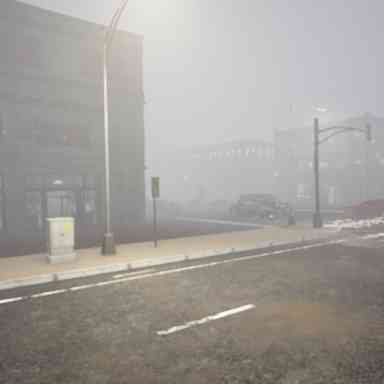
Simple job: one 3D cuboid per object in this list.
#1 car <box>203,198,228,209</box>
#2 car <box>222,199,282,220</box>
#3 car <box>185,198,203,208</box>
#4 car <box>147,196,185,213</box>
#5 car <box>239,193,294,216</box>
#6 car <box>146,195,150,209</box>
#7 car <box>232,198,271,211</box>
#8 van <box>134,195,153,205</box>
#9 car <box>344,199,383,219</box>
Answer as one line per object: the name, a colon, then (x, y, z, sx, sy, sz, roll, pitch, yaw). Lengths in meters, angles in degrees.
car: (3.771, 1.507, 43.810, 1.802, 1.307, 4.206, -2, 1, -35)
car: (4.890, 1.537, 27.572, 1.947, 1.339, 4.313, -2, 1, -35)
car: (0.564, 1.569, 48.320, 1.802, 1.307, 4.206, -2, 1, -35)
car: (-3.059, 1.566, 38.949, 1.967, 1.590, 4.097, -2, 1, -35)
car: (6.450, 1.139, 30.055, 2.150, 2.045, 5.566, -2, 0, -35)
car: (-6.827, 1.668, 48.772, 2.128, 1.511, 4.902, -2, 0, -35)
car: (6.979, 1.413, 39.299, 2.008, 1.369, 4.403, -2, 1, -35)
van: (-9.071, 1.510, 61.848, 1.690, 1.788, 3.998, -2, 1, -35)
car: (13.777, 1.258, 24.975, 1.812, 1.442, 4.674, -1, -1, -30)
